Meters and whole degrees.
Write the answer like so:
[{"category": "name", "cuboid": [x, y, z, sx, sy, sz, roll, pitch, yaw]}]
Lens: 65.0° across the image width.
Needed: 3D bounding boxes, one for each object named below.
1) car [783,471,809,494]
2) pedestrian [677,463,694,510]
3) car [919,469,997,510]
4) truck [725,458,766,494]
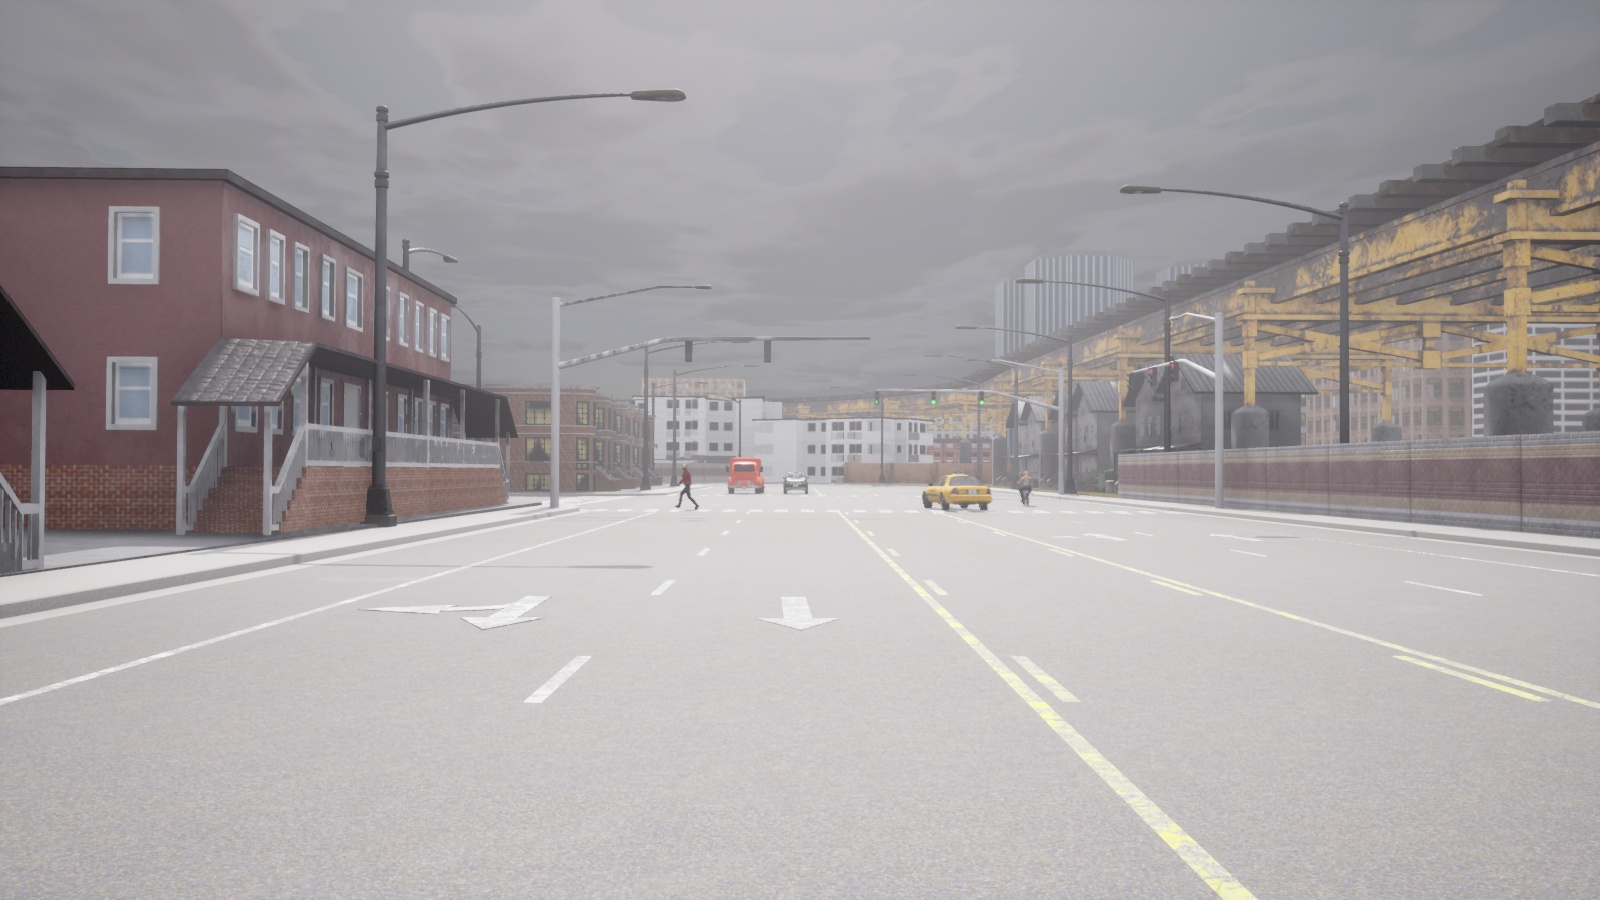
[{"category": "car", "cuboid": [-0.259, 2.240, 86.340, 1.789, 1.549, 3.705, 0, -1, 0]}, {"category": "pedestrian", "cuboid": [-4.502, 1.448, 49.378, 0.636, 1.846, 0.331, 0, -1, 8]}, {"category": "car", "cuboid": [6.397, 1.590, 51.464, 1.801, 1.575, 5.366, 0, -1, -8]}, {"category": "truck", "cuboid": [-3.769, 1.805, 87.320, 2.627, 2.467, 5.204, 0, -1, 0]}]
